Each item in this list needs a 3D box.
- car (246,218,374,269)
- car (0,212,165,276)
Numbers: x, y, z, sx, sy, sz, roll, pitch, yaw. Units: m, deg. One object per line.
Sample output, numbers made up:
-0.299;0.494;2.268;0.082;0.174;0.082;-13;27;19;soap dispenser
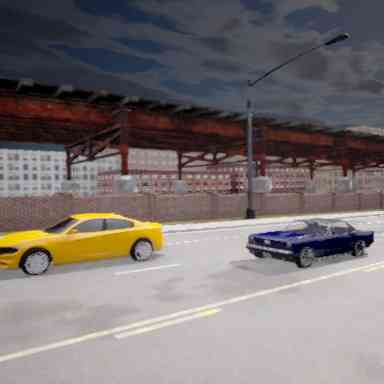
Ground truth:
4.030;1.563;11.134;4.718;1.301;1.895;0;0;-35;car
-3.230;1.416;10.283;5.008;1.535;1.882;0;0;-35;car
